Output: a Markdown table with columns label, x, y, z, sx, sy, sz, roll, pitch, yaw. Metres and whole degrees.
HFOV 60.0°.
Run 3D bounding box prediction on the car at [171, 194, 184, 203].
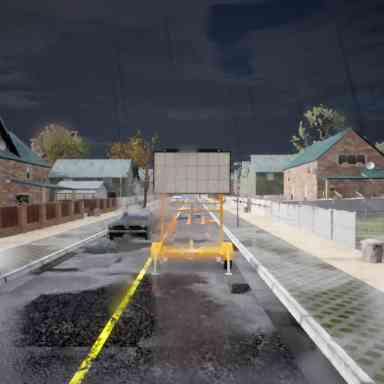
| label | x | y | z | sx | sy | sz | roll | pitch | yaw |
| --- | --- | --- | --- | --- | --- | --- | --- | --- | --- |
| car | -2.756 | 1.217 | 63.767 | 2.150 | 2.045 | 5.566 | 0 | 0 | 0 |

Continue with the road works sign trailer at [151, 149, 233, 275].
| label | x | y | z | sx | sy | sz | roll | pitch | yaw |
| --- | --- | --- | --- | --- | --- | --- | --- | --- | --- |
| road works sign trailer | -0.001 | 0.467 | 10.427 | 2.380 | 3.560 | 2.880 | 0 | 0 | 0 |

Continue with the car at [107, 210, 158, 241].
| label | x | y | z | sx | sy | sz | roll | pitch | yaw |
| --- | --- | --- | --- | --- | --- | --- | --- | --- | --- |
| car | -2.853 | 1.605 | 16.773 | 1.895 | 1.301 | 4.718 | 0 | 0 | 0 |
